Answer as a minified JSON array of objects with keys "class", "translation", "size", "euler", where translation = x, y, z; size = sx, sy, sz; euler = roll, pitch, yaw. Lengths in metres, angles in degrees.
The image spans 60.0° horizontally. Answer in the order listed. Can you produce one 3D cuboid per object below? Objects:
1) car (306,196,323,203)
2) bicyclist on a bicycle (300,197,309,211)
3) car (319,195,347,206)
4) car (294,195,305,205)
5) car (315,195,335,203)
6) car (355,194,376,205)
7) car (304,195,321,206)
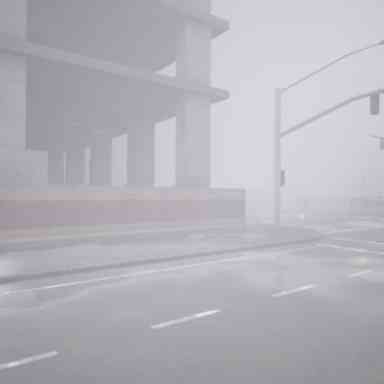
[{"class":"car","translation":[28.247,1.764,76.816],"size":[3.905,1.438,1.784],"euler":[0,0,-35]},{"class":"bicyclist on a bicycle","translation":[13.659,1.453,40.415],"size":[1.656,1.620,0.582],"euler":[0,0,-36]},{"class":"car","translation":[24.041,1.706,56.659],"size":[3.806,1.475,1.970],"euler":[0,0,-35]},{"class":"car","translation":[20.780,1.464,61.185],"size":[4.605,1.855,1.932],"euler":[0,0,-35]},{"class":"car","translation":[29.869,1.553,74.415],"size":[4.605,1.855,1.932],"euler":[0,0,-35]},{"class":"car","translation":[44.159,1.658,84.551],"size":[3.866,1.878,1.905],"euler":[0,0,-35]},{"class":"car","translation":[22.370,1.674,59.023],"size":[3.905,1.438,1.784],"euler":[0,0,-35]}]
